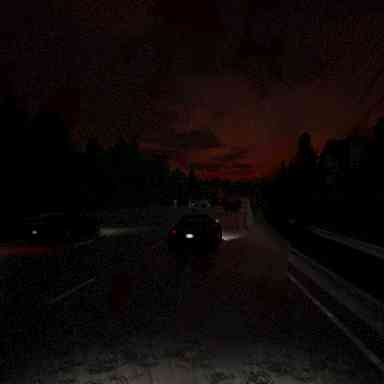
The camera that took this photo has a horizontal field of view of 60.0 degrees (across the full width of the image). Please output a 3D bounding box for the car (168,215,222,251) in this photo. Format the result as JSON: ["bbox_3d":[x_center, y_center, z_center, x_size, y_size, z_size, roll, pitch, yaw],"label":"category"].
[{"bbox_3d":[0.243,1.722,15.039,1.994,1.385,4.181,0,-1,9],"label":"car"}]

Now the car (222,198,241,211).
[{"bbox_3d":[6.068,2.002,49.974,1.882,1.535,5.008,0,-1,9],"label":"car"}]

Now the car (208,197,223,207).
[{"bbox_3d":[5.074,1.911,65.906,2.150,2.045,5.566,0,-1,9],"label":"car"}]

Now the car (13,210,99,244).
[{"bbox_3d":[-6.513,1.653,17.092,1.882,1.535,5.008,0,-1,9],"label":"car"}]

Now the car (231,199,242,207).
[{"bbox_3d":[9.358,2.261,70.291,2.128,1.511,4.902,0,-1,9],"label":"car"}]

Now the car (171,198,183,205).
[{"bbox_3d":[-3.574,2.140,77.880,1.837,1.490,4.892,0,-1,9],"label":"car"}]

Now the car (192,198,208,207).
[{"bbox_3d":[1.685,2.222,66.860,1.812,1.442,4.674,0,-1,9],"label":"car"}]

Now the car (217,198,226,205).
[{"bbox_3d":[6.783,2.129,76.153,1.837,1.490,4.892,0,-1,9],"label":"car"}]

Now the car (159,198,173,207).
[{"bbox_3d":[-5.225,2.054,67.983,2.097,1.767,4.553,0,-1,9],"label":"car"}]

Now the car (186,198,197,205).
[{"bbox_3d":[-0.122,2.160,77.304,1.812,1.442,4.674,0,-1,9],"label":"car"}]

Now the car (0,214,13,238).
[{"bbox_3d":[-10.231,1.667,16.065,1.837,1.490,4.892,0,-1,9],"label":"car"}]

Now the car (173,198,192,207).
[{"bbox_3d":[-1.836,2.190,67.025,2.128,1.511,4.902,0,-1,9],"label":"car"}]

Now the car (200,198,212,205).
[{"bbox_3d":[3.330,2.172,76.728,2.033,1.411,5.357,0,-1,9],"label":"car"}]
